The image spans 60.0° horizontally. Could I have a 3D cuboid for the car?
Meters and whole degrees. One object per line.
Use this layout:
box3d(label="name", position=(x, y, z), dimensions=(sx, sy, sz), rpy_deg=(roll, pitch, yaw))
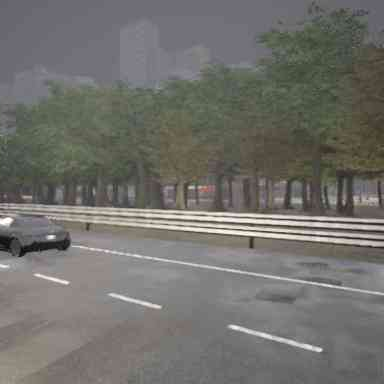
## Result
box3d(label="car", position=(-6.599, 1.569, 12.880), dimensions=(4.181, 1.385, 1.994), rpy_deg=(0, 0, 36))
